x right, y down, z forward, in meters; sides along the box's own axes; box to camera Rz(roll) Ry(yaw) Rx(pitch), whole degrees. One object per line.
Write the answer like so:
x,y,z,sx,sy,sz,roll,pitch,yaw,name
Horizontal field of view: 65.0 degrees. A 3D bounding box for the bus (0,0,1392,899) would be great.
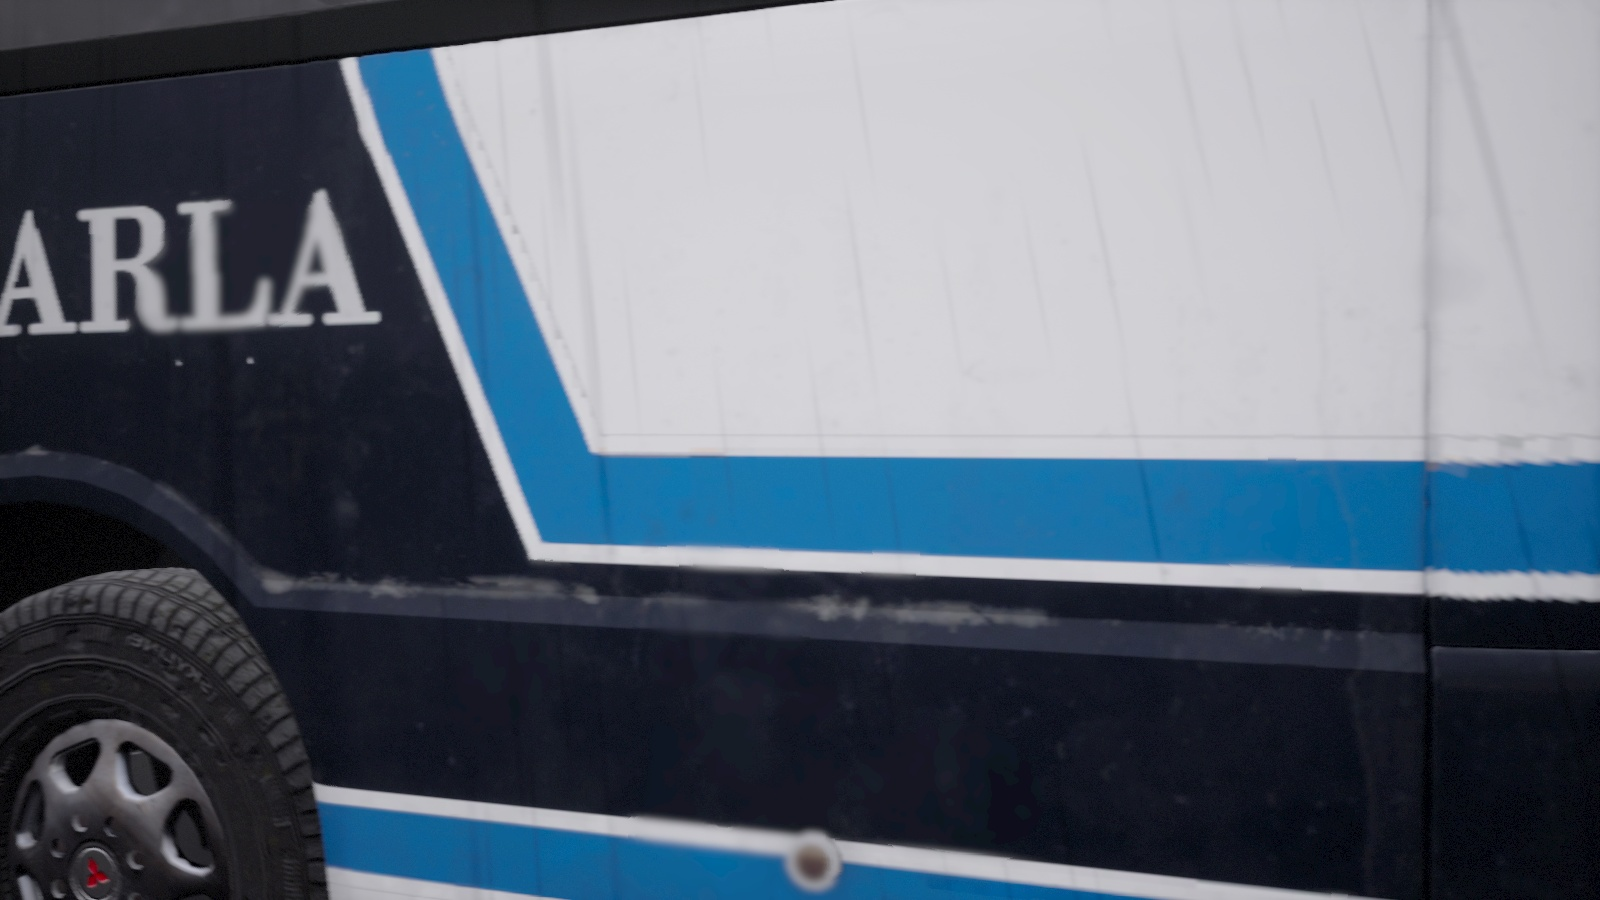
-3.581,-0.642,4.904,10.273,4.253,3.944,1,1,19,bus
